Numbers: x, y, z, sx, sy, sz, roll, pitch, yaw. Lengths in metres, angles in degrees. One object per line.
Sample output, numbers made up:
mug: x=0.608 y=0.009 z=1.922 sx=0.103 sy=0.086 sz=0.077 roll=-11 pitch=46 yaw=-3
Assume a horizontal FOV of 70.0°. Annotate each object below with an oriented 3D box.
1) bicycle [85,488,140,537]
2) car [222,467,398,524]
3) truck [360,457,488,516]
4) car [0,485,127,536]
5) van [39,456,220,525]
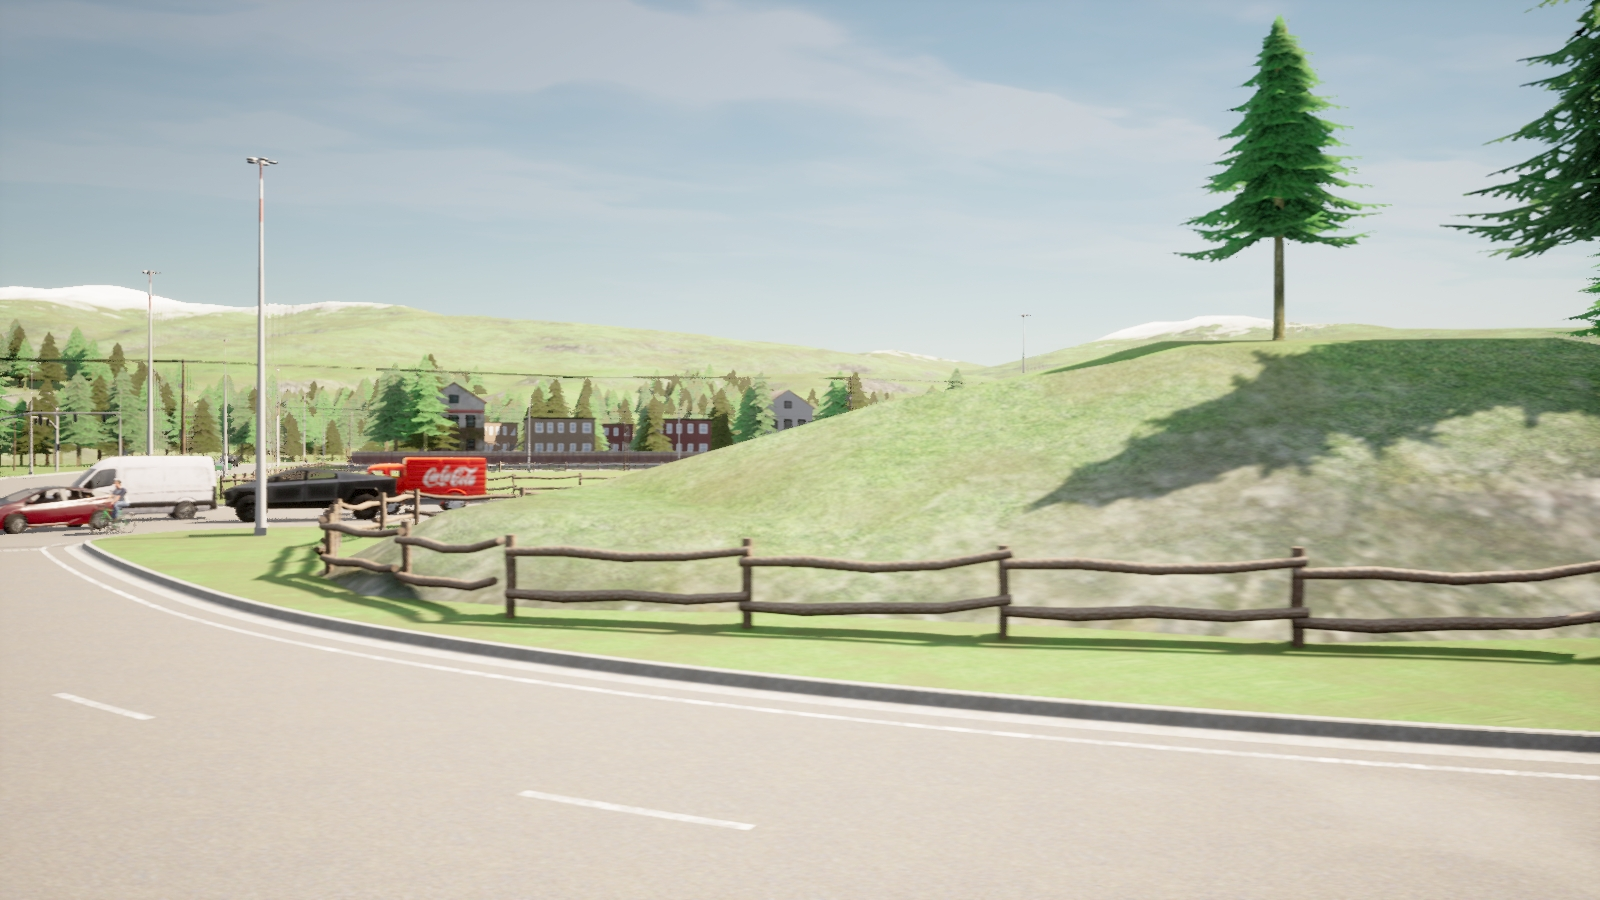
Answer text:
bicycle: x=-22.647 y=2.046 z=37.669 sx=0.373 sy=1.496 sz=1.643 roll=3 pitch=2 yaw=21
car: x=-19.399 y=1.745 z=45.507 sx=6.274 sy=2.098 sz=2.390 roll=0 pitch=0 yaw=-22
truck: x=-16.609 y=1.557 z=50.429 sx=5.204 sy=2.467 sz=2.627 roll=0 pitch=0 yaw=-22
car: x=-25.994 y=2.029 z=39.307 sx=2.007 sy=1.525 sz=4.514 roll=0 pitch=0 yaw=27
van: x=-26.412 y=1.524 z=45.157 sx=5.915 sy=2.561 sz=1.988 roll=0 pitch=-1 yaw=-40
